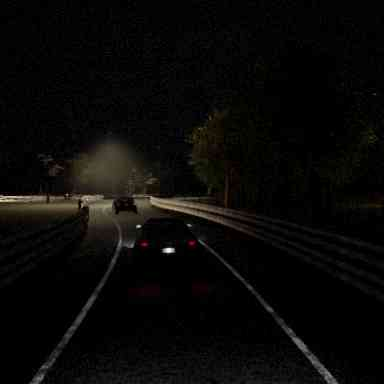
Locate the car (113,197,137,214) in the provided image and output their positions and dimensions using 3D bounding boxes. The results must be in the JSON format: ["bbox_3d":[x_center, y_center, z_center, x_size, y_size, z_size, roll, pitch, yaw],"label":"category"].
[{"bbox_3d":[-6.918,1.246,34.053,2.097,1.767,4.553,0,0,-17],"label":"car"}]

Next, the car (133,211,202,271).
[{"bbox_3d":[-0.900,1.550,10.995,1.994,1.385,4.181,0,0,-8],"label":"car"}]
